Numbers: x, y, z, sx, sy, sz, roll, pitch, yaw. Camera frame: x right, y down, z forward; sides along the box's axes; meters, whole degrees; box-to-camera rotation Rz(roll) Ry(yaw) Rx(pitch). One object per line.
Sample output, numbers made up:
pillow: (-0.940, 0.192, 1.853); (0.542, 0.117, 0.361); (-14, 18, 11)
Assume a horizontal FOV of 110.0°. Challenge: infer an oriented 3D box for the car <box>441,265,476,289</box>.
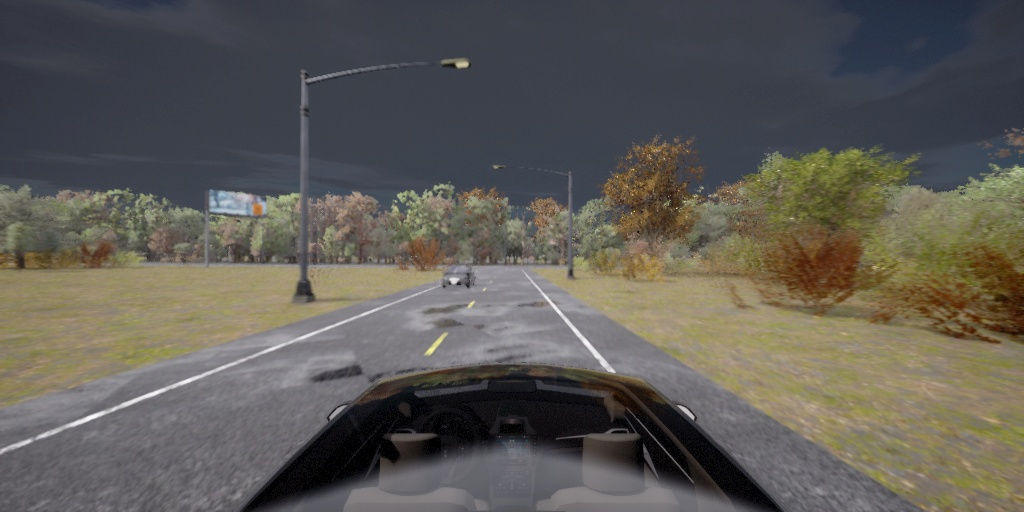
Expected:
car: (-3.601, 1.391, 24.813); (2.128, 1.511, 4.902); (0, 0, 0)
